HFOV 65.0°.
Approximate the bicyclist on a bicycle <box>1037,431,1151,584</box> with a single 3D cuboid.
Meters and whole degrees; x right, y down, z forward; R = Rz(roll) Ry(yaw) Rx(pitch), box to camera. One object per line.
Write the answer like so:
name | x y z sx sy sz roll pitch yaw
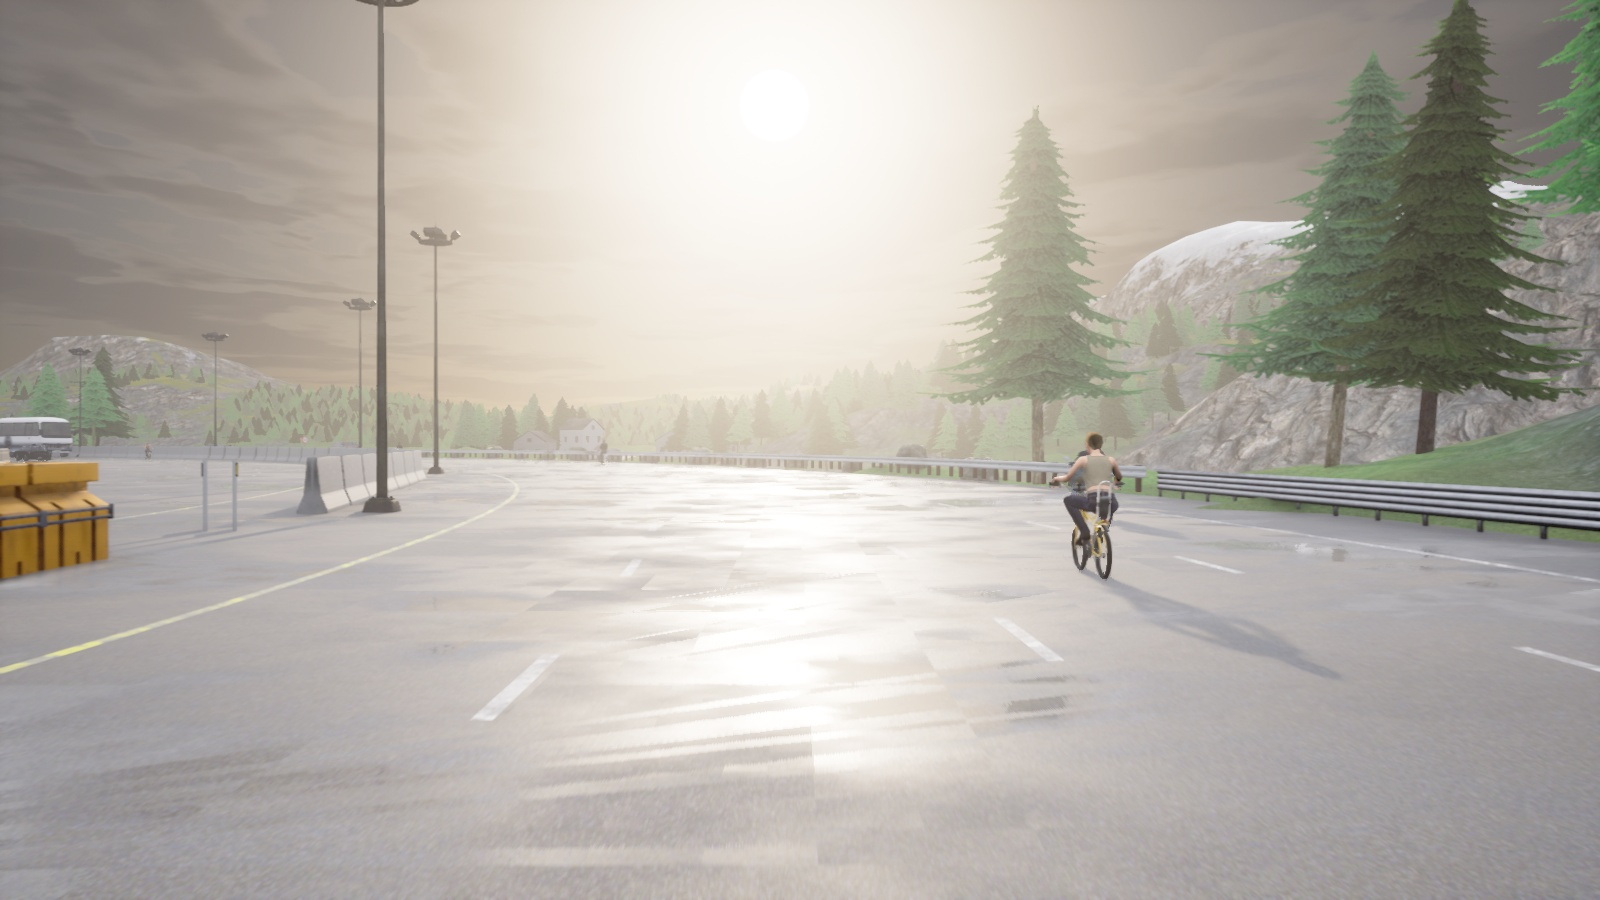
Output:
bicyclist on a bicycle | 3.253 0.606 14.049 0.866 1.612 1.509 0 0 -3
